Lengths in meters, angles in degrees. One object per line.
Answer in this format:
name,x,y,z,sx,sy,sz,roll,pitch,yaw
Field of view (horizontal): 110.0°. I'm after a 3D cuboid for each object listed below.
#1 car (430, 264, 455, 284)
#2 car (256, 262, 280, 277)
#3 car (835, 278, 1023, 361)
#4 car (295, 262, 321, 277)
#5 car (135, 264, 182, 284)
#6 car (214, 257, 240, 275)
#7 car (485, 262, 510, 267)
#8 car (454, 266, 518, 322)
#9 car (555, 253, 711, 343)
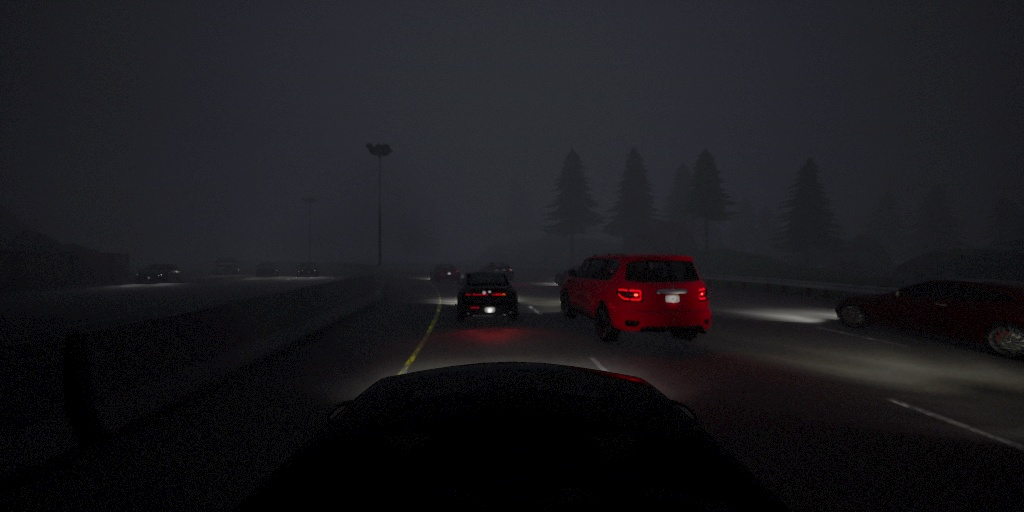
car,-5.602,1.331,29.774,1.994,1.385,4.181,0,0,-21
car,-25.430,1.345,37.368,1.882,1.535,5.008,0,0,-35
car,10.062,1.220,8.059,1.812,1.442,4.674,0,0,-5
car,-21.054,1.351,36.983,1.837,1.490,4.892,0,-1,-32
car,-28.470,1.391,29.028,1.837,1.490,4.892,0,0,-30
car,-33.757,1.129,42.413,2.150,2.045,5.566,0,0,-42
car,-1.303,1.236,28.256,2.128,1.511,4.902,0,0,-19
car,-0.967,1.256,12.457,1.837,1.490,4.892,0,0,-8
car,2.945,0.952,9.865,2.150,2.045,5.566,0,0,-6
